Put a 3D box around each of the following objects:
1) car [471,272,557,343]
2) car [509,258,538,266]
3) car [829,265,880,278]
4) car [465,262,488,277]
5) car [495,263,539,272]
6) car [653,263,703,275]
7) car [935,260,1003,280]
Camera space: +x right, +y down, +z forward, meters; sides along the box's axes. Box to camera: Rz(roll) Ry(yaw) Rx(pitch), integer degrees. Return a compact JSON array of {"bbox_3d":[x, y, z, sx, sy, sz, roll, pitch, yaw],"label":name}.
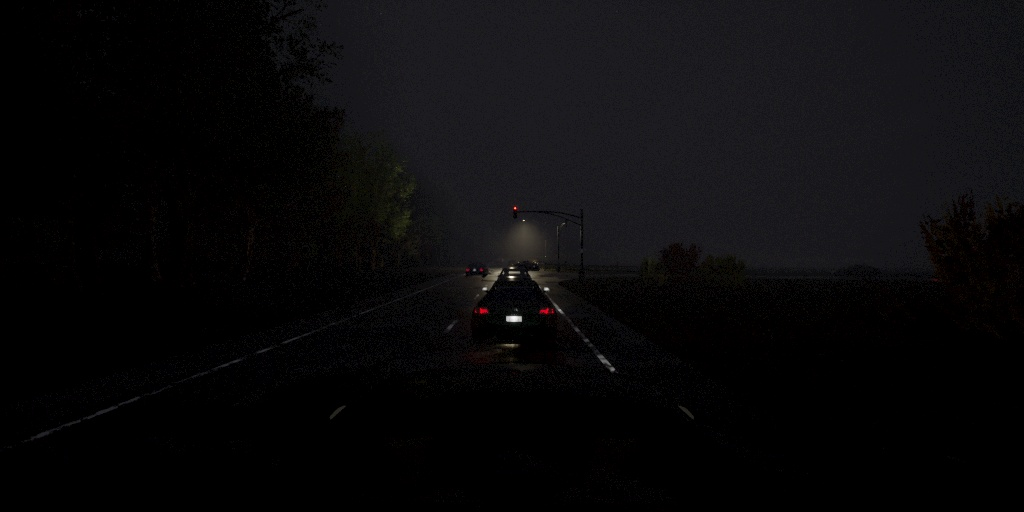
[{"bbox_3d":[0.093,1.316,9.674,1.994,1.385,4.181,0,0,1],"label":"car"},{"bbox_3d":[1.840,1.319,48.708,1.994,1.385,4.181,-1,0,-32],"label":"car"},{"bbox_3d":[39.768,1.733,41.691,4.902,1.511,2.128,1,-1,0],"label":"car"},{"bbox_3d":[-3.361,1.304,34.775,2.033,1.411,5.357,0,0,0],"label":"car"},{"bbox_3d":[0.121,1.301,18.879,2.033,1.411,5.357,0,0,0],"label":"car"},{"bbox_3d":[19.339,1.565,41.817,5.357,1.411,2.033,1,-1,0],"label":"car"},{"bbox_3d":[48.592,1.499,38.058,5.566,2.045,2.150,1,-1,0],"label":"car"}]
